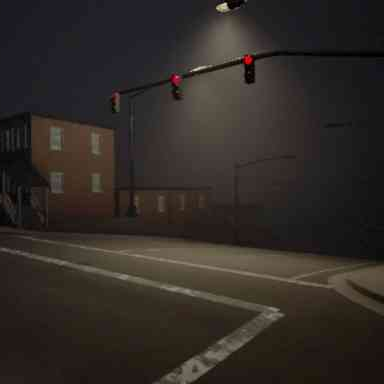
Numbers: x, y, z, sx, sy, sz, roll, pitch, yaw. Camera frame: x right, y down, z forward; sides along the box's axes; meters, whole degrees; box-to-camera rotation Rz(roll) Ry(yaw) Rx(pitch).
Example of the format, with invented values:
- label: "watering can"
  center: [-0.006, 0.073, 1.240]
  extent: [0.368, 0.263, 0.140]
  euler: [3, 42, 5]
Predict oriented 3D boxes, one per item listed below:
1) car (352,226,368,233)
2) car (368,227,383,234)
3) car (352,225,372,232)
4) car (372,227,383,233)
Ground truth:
- label: "car"
  center: [39.392, 8.640, 77.127]
  extent: [2.038, 1.542, 4.974]
  euler: [-1, 0, -9]
- label: "car"
  center: [43.040, 8.601, 74.312]
  extent: [4.974, 1.542, 2.038]
  euler: [-1, 0, 1]
- label: "car"
  center: [39.381, 8.482, 77.178]
  extent: [1.853, 1.218, 4.536]
  euler: [-1, 0, -9]
- label: "car"
  center: [43.089, 8.443, 74.311]
  extent: [4.536, 1.218, 1.853]
  euler: [-1, 0, 1]
